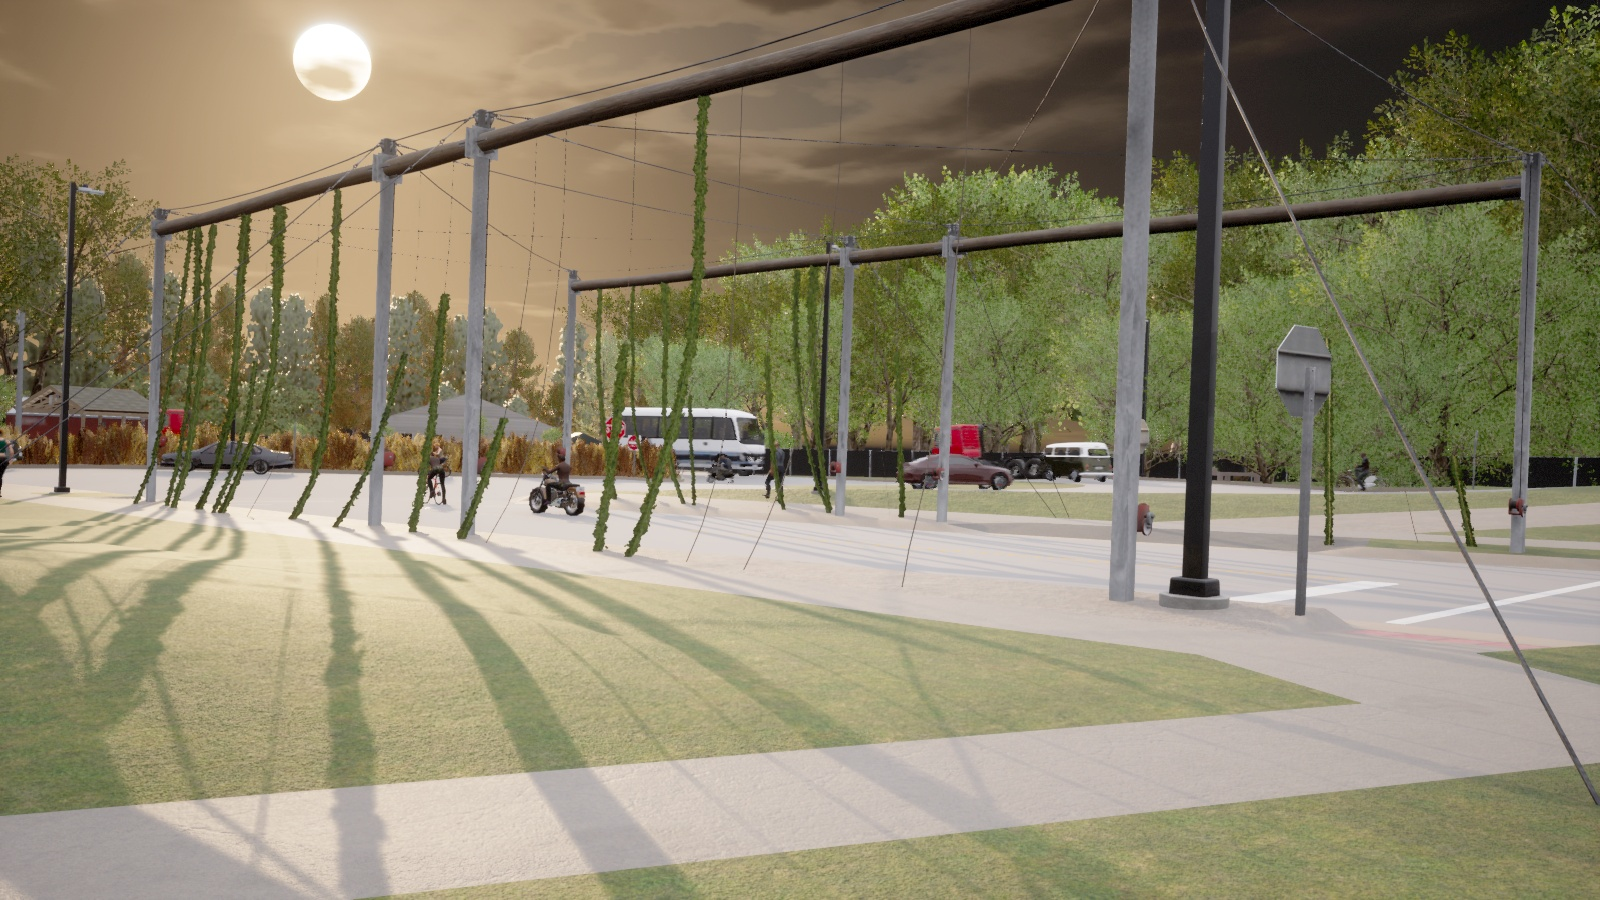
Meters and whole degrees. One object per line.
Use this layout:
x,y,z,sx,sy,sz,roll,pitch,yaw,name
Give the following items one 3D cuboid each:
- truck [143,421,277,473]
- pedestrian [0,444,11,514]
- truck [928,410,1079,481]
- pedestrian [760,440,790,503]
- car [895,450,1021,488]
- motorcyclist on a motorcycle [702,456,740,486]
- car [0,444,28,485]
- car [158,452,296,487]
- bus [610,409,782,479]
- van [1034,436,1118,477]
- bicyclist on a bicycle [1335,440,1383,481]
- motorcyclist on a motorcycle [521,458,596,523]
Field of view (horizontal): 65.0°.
-39.988,-0.192,85.405,7.936,3.462,2.891,0,1,-17,truck
-21.057,0.754,33.060,0.594,1.836,0.345,1,0,44,pedestrian
11.658,-0.202,72.482,7.936,3.462,2.891,-5,-2,36,truck
-0.744,0.629,37.371,0.540,1.848,0.694,1,0,-44,pedestrian
6.311,0.755,50.390,4.674,1.442,1.812,-1,-1,-12,car
-4.309,1.150,68.506,1.817,1.590,0.866,1,2,-37,motorcyclist on a motorcycle
-34.778,0.611,51.454,5.027,1.651,2.152,-1,1,-20,car
-24.988,0.853,55.004,5.357,1.411,2.033,1,1,-20,car
-6.647,-0.361,79.572,10.273,4.253,3.944,0,0,27,bus
14.246,0.313,65.037,2.069,2.038,4.480,-1,1,-21,van
24.278,0.466,54.550,1.843,1.776,0.659,-1,-1,29,bicyclist on a bicycle
-6.379,1.052,33.081,2.350,1.649,0.766,-1,-1,45,motorcyclist on a motorcycle
